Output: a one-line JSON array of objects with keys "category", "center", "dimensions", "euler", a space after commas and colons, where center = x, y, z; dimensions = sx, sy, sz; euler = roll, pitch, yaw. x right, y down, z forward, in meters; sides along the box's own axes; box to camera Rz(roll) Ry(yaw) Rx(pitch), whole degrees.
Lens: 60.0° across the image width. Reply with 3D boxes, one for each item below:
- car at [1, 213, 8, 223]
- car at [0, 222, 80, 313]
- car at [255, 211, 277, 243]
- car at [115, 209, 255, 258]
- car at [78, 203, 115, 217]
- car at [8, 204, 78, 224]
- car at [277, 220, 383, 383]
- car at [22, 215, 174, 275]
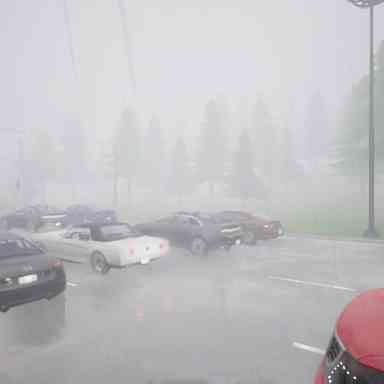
[{"category": "car", "center": [-11.164, 1.564, 16.233], "dimensions": [4.181, 1.385, 1.994], "euler": [0, 0, 36]}, {"category": "car", "center": [-4.635, 1.564, 7.254], "dimensions": [4.181, 1.385, 1.994], "euler": [0, 0, 35]}, {"category": "car", "center": [1.887, 1.526, 15.509], "dimensions": [4.674, 1.442, 1.812], "euler": [0, 0, 36]}, {"category": "car", "center": [-0.388, 1.492, 12.833], "dimensions": [4.902, 1.511, 2.128], "euler": [0, 0, 36]}, {"category": "car", "center": [-7.137, 1.477, 21.965], "dimensions": [5.008, 1.535, 1.882], "euler": [0, 0, 36]}, {"category": "car", "center": [-9.089, 1.493, 19.054], "dimensions": [4.902, 1.511, 2.128], "euler": [0, 0, 36]}, {"category": "car", "center": [3.454, 1.221, 1.416], "dimensions": [5.566, 2.045, 2.150], "euler": [0, 0, 37]}, {"category": "car", "center": [-3.090, 1.601, 10.462], "dimensions": [4.718, 1.301, 1.895], "euler": [0, 0, 36]}]
